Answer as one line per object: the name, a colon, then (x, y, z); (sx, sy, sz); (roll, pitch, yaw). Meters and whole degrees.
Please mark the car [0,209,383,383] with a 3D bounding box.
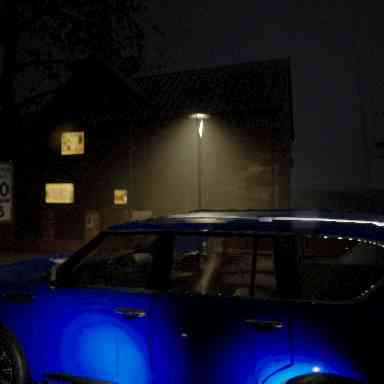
car: (-0.090, 1.237, 3.824); (5.566, 2.045, 2.150); (0, 0, 20)
